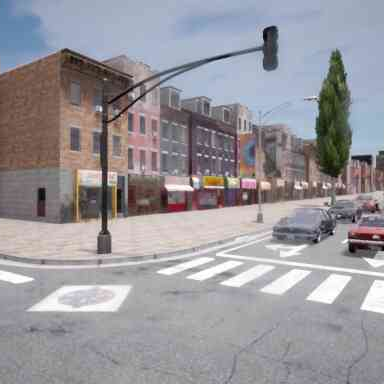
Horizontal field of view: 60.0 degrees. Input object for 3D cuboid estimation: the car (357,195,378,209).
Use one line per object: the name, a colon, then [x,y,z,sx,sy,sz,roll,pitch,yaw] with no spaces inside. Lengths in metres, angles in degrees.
car: [16.948,1.070,32.599,2.097,1.767,4.553,0,1,35]

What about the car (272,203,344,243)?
car: [5.619,1.481,16.068,2.033,1.411,5.357,0,0,34]

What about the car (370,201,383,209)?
car: [12.293,1.432,20.087,1.994,1.385,4.181,0,1,34]

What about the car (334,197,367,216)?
car: [11.158,1.343,24.179,1.837,1.490,4.892,0,1,34]

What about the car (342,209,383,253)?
car: [7.330,1.546,12.814,1.895,1.301,4.718,0,0,34]
